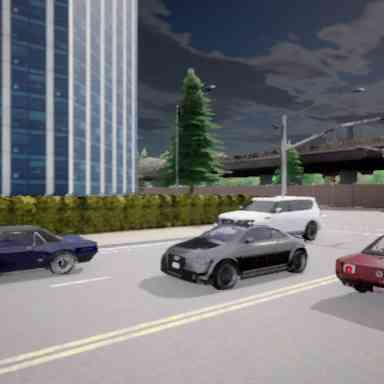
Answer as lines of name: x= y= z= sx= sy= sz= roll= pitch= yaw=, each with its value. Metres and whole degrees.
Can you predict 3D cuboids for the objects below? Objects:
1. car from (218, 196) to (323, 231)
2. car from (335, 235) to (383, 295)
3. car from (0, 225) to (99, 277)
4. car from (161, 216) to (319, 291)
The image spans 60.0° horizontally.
car: x=3.589 y=1.224 z=15.028 sx=5.566 sy=2.045 sz=2.150 roll=0 pitch=0 yaw=-36
car: x=5.410 y=1.603 z=7.608 sx=4.718 sy=1.301 sz=1.895 roll=0 pitch=0 yaw=-36
car: x=-5.099 y=1.601 z=8.904 sx=4.718 sy=1.301 sz=1.895 roll=0 pitch=0 yaw=-35
car: x=1.253 y=1.565 z=9.080 sx=4.181 sy=1.385 sz=1.994 roll=0 pitch=0 yaw=-35
